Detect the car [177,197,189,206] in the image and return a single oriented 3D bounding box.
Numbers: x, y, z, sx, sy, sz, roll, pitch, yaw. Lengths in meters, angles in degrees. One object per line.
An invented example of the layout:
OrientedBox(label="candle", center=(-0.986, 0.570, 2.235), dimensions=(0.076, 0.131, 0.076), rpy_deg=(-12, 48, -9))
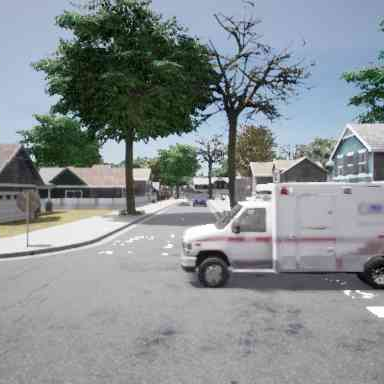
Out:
OrientedBox(label="car", center=(-1.480, 1.512, 55.289), dimensions=(1.812, 1.442, 4.674), rpy_deg=(0, 0, 1))

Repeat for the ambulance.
OrientedBox(label="ambulance", center=(2.911, 1.006, 8.586), dimensions=(6.366, 2.431, 2.351), rpy_deg=(-1, 0, 1))

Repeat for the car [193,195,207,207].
OrientedBox(label="car", center=(1.181, 1.340, 51.410), dimensions=(2.097, 1.767, 4.553), rpy_deg=(0, 0, 1))

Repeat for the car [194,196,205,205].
OrientedBox(label="car", center=(1.413, 1.549, 61.473), dimensions=(1.994, 1.385, 4.181), rpy_deg=(0, 0, 1))
